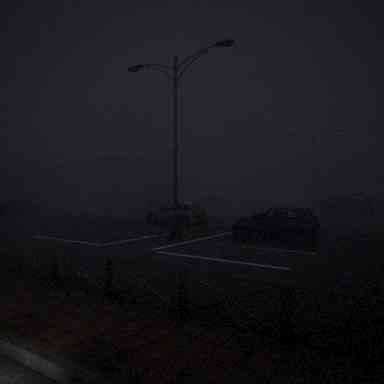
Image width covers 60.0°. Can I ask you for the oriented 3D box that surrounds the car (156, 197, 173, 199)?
[{"bbox_3d":[-3.471,1.320,36.785,3.633,1.501,1.845,0,0,34],"label":"car"}]

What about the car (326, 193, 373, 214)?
[{"bbox_3d":[15.220,1.077,32.085,3.866,1.878,1.905,0,0,34],"label":"car"}]

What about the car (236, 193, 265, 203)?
[{"bbox_3d":[9.669,1.097,55.003,4.605,1.855,1.932,0,0,34],"label":"car"}]

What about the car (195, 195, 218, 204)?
[{"bbox_3d":[2.608,1.361,59.698,3.806,1.475,1.970,0,0,34],"label":"car"}]

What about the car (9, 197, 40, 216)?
[{"bbox_3d":[-16.445,1.330,31.228,5.027,1.636,2.152,0,0,34],"label":"car"}]

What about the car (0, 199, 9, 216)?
[{"bbox_3d":[-18.150,1.339,28.594,4.514,1.523,2.007,0,0,34],"label":"car"}]

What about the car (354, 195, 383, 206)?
[{"bbox_3d":[25.660,1.232,48.215,3.806,1.475,1.970,0,0,34],"label":"car"}]

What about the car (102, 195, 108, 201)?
[{"bbox_3d":[-22.955,1.480,81.524,2.242,1.667,4.611,0,0,34],"label":"car"}]

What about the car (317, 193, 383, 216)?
[{"bbox_3d":[13.943,1.097,29.443,4.605,1.855,1.932,0,0,34],"label":"car"}]

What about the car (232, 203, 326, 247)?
[{"bbox_3d":[3.470,1.374,14.090,3.633,1.501,1.845,0,0,34],"label":"car"}]

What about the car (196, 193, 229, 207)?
[{"bbox_3d":[2.135,1.298,45.058,4.514,1.523,2.007,0,0,34],"label":"car"}]

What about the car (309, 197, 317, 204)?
[{"bbox_3d":[21.850,1.298,55.186,4.514,1.523,2.007,0,0,34],"label":"car"}]

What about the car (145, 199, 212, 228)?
[{"bbox_3d":[-1.030,1.384,20.701,3.806,1.475,1.970,0,0,34],"label":"car"}]
